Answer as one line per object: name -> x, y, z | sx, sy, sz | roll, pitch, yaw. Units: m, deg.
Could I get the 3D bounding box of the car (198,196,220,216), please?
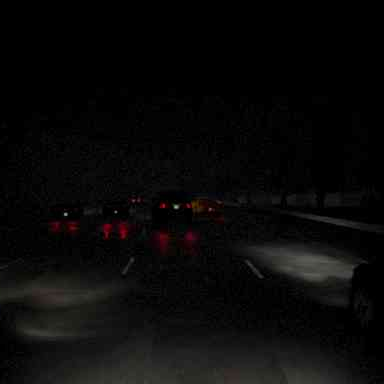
car -> 0.816, 1.083, 27.590 | 1.882, 1.535, 5.008 | 0, 1, -14

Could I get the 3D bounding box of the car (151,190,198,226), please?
car -> -1.352, 0.915, 21.220 | 2.150, 2.045, 5.566 | 0, 1, -10

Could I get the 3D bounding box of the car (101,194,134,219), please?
car -> -5.793, 1.131, 25.210 | 2.128, 1.511, 4.902 | 0, 1, -13

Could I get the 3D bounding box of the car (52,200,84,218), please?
car -> -9.390, 1.236, 25.477 | 1.895, 1.301, 4.718 | 0, 1, -14

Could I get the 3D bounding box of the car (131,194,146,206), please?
car -> -7.002, 0.974, 40.093 | 2.033, 1.411, 5.357 | 0, 1, -23

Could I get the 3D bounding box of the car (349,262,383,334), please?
car -> 3.574, 1.438, 3.679 | 2.128, 1.511, 4.902 | 0, 1, -1
